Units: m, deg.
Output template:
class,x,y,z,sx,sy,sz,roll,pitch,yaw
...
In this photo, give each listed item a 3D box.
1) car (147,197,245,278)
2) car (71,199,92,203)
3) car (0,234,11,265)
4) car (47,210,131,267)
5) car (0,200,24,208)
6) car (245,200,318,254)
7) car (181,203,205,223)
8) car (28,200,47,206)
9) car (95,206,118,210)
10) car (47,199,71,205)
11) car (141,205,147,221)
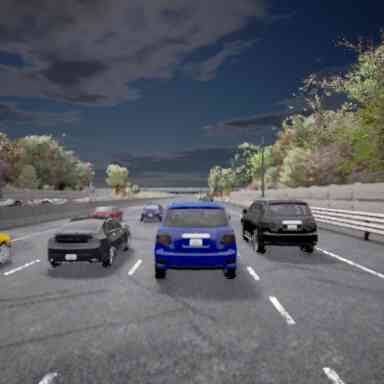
class,x,y,z,sx,sy,sz,roll,pitch,yaw
car,0.092,1.304,10.545,2.150,2.045,5.566,0,0,0
car,-17.589,1.912,54.342,1.882,1.535,5.008,0,0,0
car,-6.908,1.548,9.001,1.882,1.535,5.008,0,0,0
car,-3.409,1.597,11.792,1.837,1.490,4.892,0,0,0
car,-28.084,1.940,51.966,1.812,1.442,4.674,0,0,1
car,3.488,1.329,14.251,2.150,2.045,5.566,0,0,0
car,0.078,1.729,28.650,1.837,1.490,4.892,0,0,0
car,-24.575,1.979,53.979,2.033,1.411,5.357,0,0,1
car,-6.918,1.814,27.250,1.895,1.301,4.718,0,0,0
car,-21.087,1.925,54.315,2.128,1.511,4.902,0,0,0
car,-3.424,1.759,29.742,1.812,1.442,4.674,0,0,0
